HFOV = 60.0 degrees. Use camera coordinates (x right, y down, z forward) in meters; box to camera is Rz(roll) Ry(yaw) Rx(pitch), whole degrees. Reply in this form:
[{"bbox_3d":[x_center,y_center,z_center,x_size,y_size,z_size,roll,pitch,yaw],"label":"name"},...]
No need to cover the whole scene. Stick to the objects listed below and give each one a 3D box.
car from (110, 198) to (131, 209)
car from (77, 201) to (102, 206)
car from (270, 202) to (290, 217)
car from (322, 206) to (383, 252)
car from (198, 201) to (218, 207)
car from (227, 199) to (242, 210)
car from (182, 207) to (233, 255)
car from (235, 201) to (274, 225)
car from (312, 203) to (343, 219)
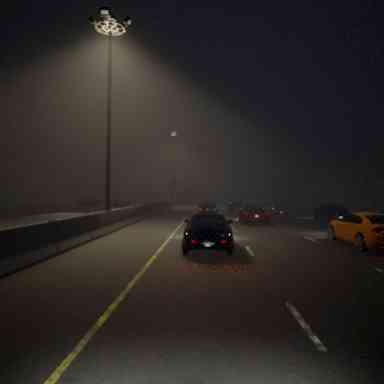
[{"bbox_3d":[-8.763,1.440,39.799,1.895,1.301,4.718,1,0,3],"label":"car"},{"bbox_3d":[-12.256,1.184,39.959,1.895,1.301,4.718,1,0,3],"label":"car"},{"bbox_3d":[8.580,1.719,33.835,1.812,1.442,4.674,1,0,3],"label":"car"},{"bbox_3d":[7.704,1.625,14.656,1.882,1.535,5.008,1,0,3],"label":"car"},{"bbox_3d":[1.509,1.626,32.440,2.033,1.411,5.357,1,0,3],"label":"car"},{"bbox_3d":[5.423,1.647,41.408,2.128,1.511,4.902,1,0,3],"label":"car"},{"bbox_3d":[0.637,1.558,13.342,1.812,1.442,4.674,1,0,3],"label":"car"},{"bbox_3d":[4.703,1.682,25.664,1.994,1.385,4.181,1,0,3],"label":"car"},{"bbox_3d":[11.841,1.741,28.516,1.837,1.490,4.892,1,0,3],"label":"car"}]
